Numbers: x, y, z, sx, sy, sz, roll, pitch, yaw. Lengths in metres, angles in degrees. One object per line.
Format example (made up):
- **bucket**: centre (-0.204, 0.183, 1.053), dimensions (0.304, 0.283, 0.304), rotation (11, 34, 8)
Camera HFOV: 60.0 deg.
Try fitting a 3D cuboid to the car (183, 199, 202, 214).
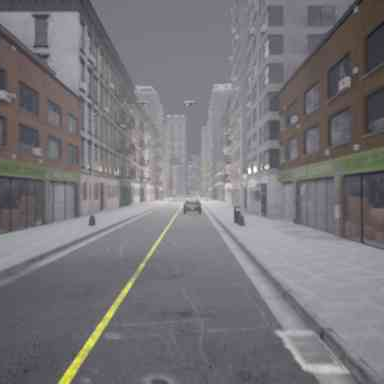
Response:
- **car**: centre (0.042, 1.471, 35.224), dimensions (2.128, 1.511, 4.902), rotation (0, 0, 0)
